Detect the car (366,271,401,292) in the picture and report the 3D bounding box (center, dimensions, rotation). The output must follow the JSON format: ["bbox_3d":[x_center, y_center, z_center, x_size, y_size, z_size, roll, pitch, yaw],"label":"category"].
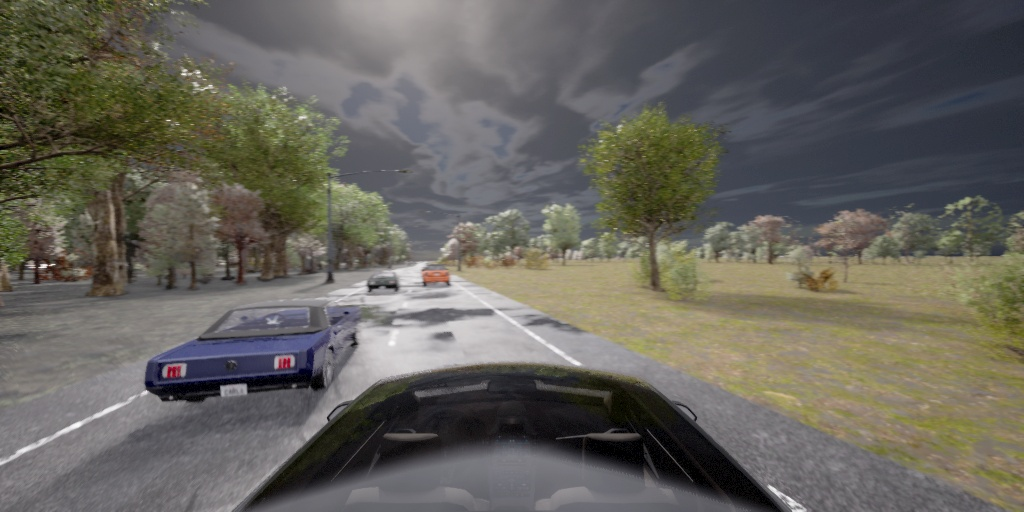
[{"bbox_3d":[-8.599,1.699,24.431,1.895,1.301,4.718,-1,-1,-14],"label":"car"}]

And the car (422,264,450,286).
[{"bbox_3d":[-6.300,1.453,29.584,2.097,1.767,4.553,-1,-1,-14],"label":"car"}]

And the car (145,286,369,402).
[{"bbox_3d":[-4.113,1.468,6.761,1.895,1.301,4.718,-1,-1,-14],"label":"car"}]
